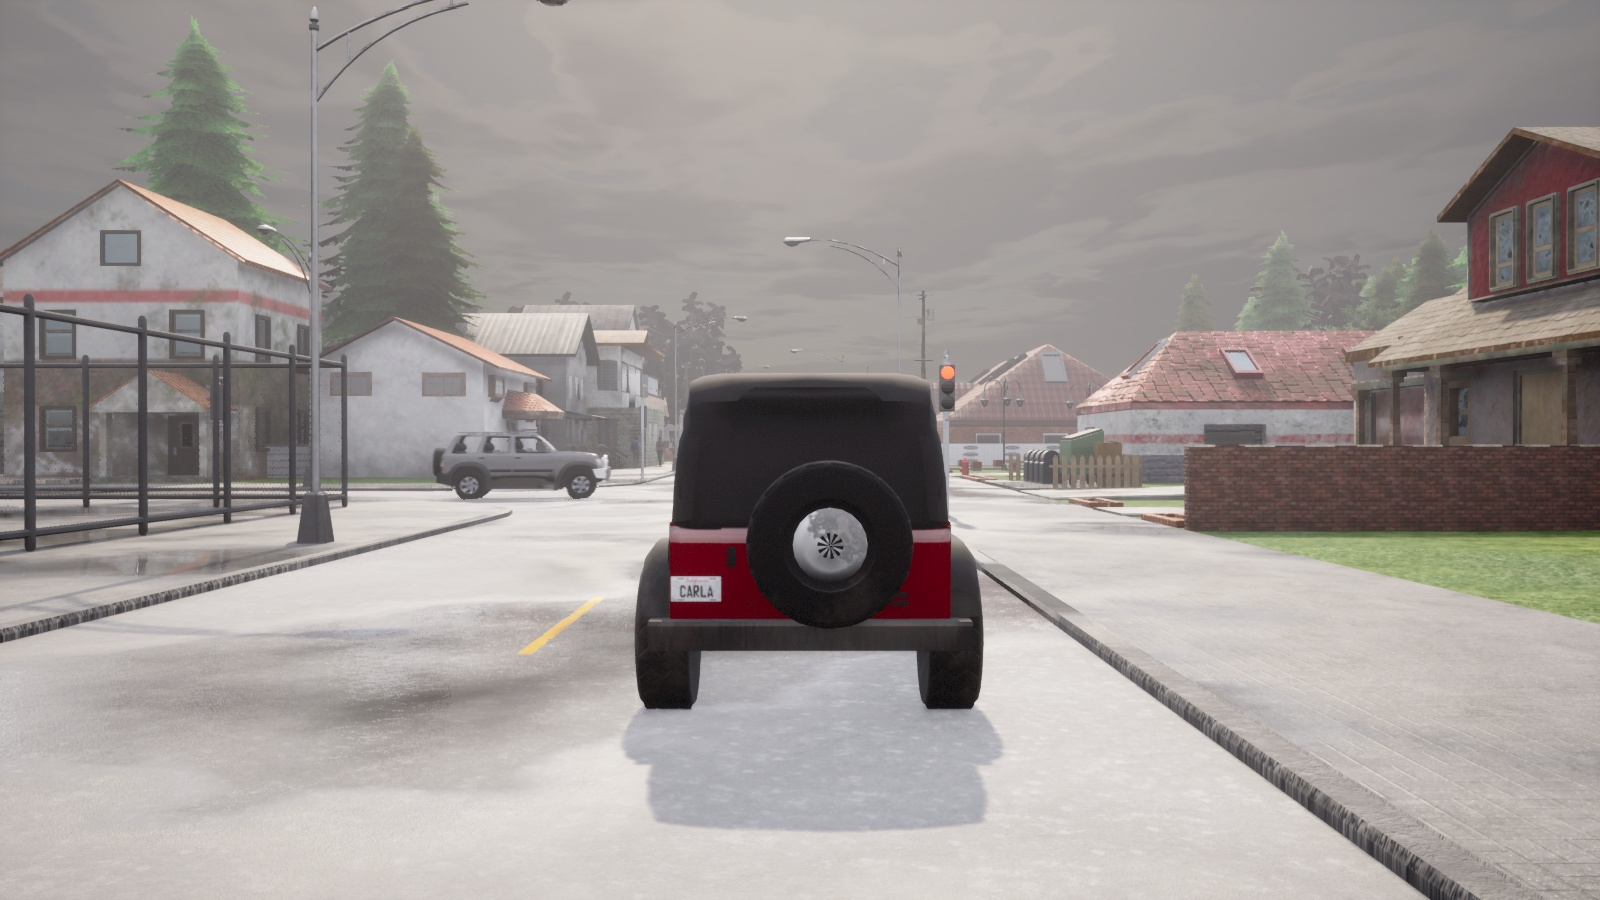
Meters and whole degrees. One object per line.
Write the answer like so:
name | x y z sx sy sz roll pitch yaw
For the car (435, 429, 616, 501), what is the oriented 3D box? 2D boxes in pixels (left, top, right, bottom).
car | -7.271 0.367 33.652 4.605 1.855 1.932 0 1 -8

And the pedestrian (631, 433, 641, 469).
pedestrian | -9.019 0.059 69.166 0.423 1.949 0.788 0 0 3

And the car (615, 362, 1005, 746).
car | 0.055 0.497 8.079 1.905 1.878 3.866 0 0 0
